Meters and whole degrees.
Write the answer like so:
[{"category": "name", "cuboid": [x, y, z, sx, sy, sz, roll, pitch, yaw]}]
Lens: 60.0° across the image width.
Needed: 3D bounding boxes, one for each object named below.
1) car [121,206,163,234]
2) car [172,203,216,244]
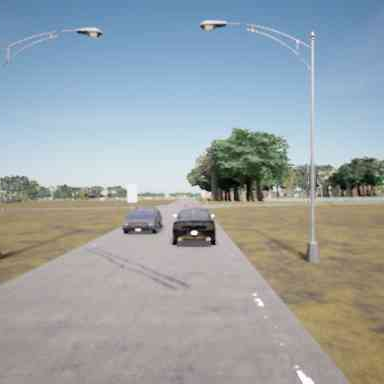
[{"category": "car", "cuboid": [-2.764, 1.574, 19.738, 2.033, 1.411, 5.357, 0, 0, 0]}, {"category": "car", "cuboid": [0.094, 1.498, 15.888, 1.882, 1.535, 5.008, 0, 0, 0]}]
